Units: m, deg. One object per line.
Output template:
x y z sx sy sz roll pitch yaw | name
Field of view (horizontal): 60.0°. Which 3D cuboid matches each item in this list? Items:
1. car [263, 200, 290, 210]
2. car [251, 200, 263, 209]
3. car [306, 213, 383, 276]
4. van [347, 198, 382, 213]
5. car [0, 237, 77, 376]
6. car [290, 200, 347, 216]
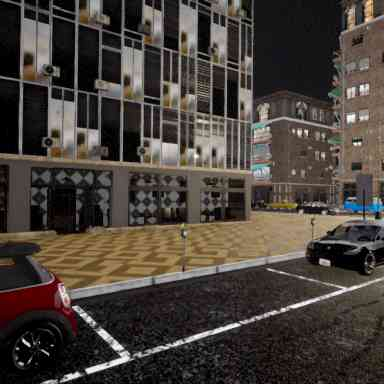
12.762 1.788 46.716 1.752 1.417 4.829 0 -1 -35 | car
9.698 1.865 51.137 1.947 1.339 4.313 0 -1 -35 | car
5.435 1.567 10.415 4.313 1.339 1.947 0 1 -35 | car
19.184 1.525 37.457 1.690 1.788 3.998 0 -1 -35 | van
-3.647 1.440 3.947 4.097 1.590 1.967 0 1 -35 | car
12.294 1.620 32.684 2.008 1.369 4.403 0 -1 -35 | car
